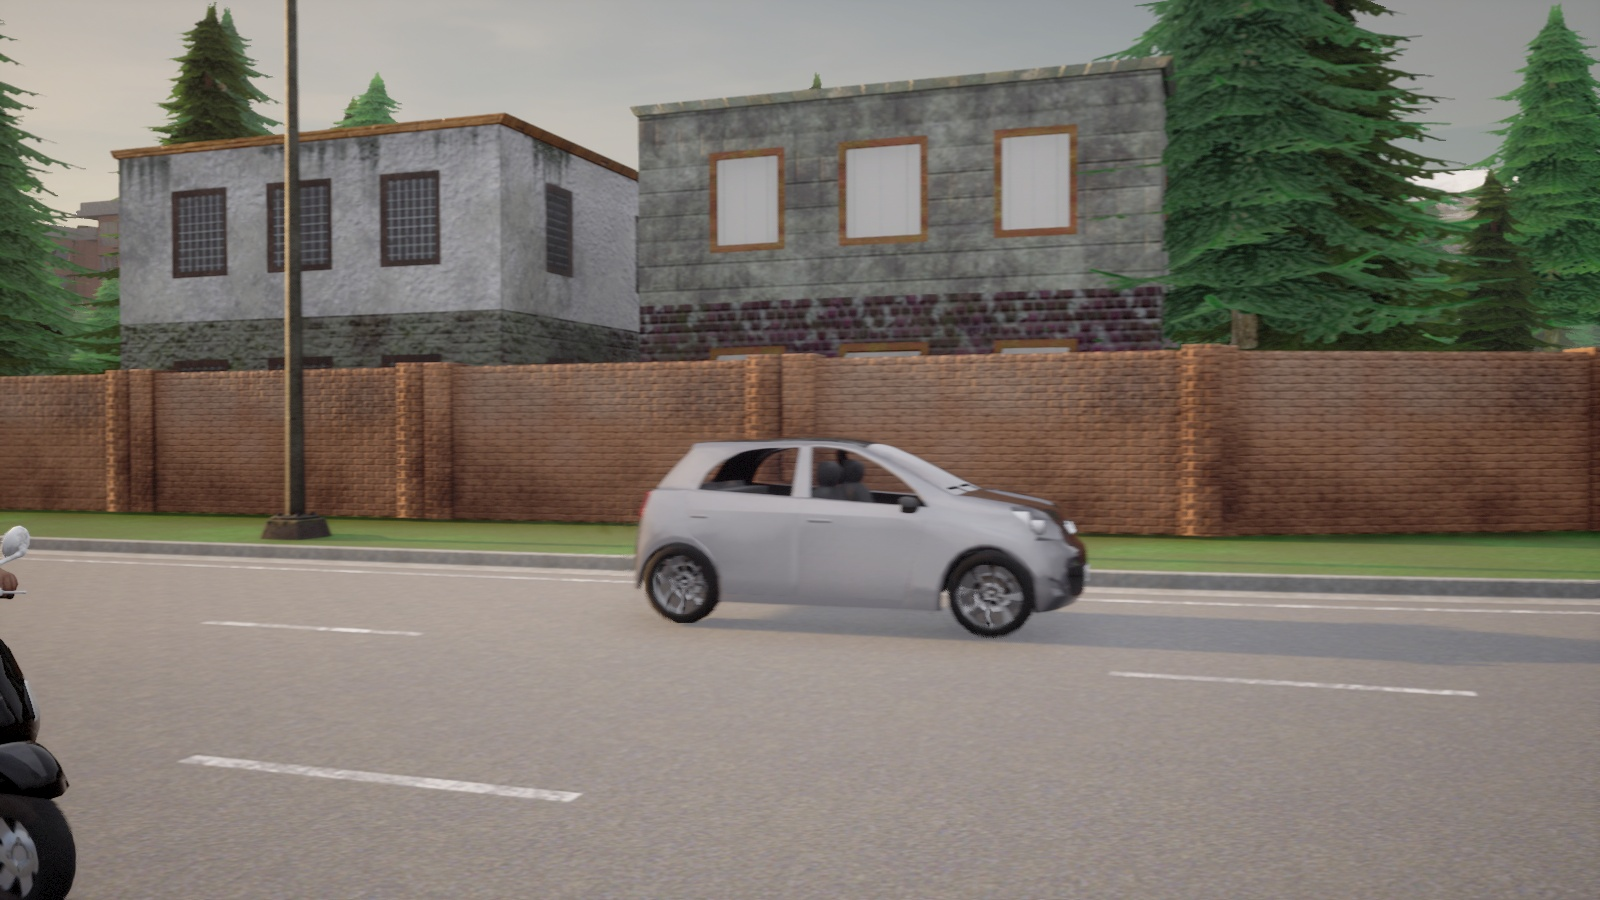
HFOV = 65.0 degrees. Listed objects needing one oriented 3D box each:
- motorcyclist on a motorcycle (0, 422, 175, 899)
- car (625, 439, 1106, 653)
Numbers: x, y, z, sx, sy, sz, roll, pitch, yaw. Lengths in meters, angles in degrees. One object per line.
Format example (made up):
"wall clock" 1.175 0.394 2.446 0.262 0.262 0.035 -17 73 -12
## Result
"motorcyclist on a motorcycle" -3.185 0.700 4.264 1.817 1.590 0.866 1 1 19
"car" 0.603 0.676 10.414 3.633 1.501 1.845 1 1 18
